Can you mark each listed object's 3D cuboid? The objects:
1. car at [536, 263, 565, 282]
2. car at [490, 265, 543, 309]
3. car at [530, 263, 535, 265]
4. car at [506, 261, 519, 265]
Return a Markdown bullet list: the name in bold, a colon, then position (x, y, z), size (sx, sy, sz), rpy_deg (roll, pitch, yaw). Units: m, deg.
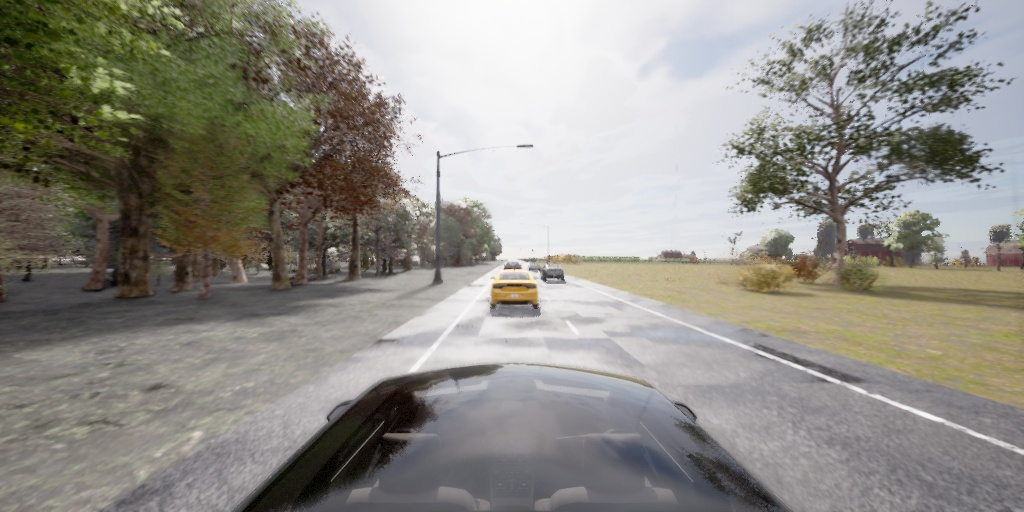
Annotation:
- **car**: position (3.596, 1.478, 32.560), size (2.128, 1.511, 4.902), rpy_deg (0, 0, 0)
- **car**: position (0.098, 1.339, 15.783), size (1.882, 1.535, 5.008), rpy_deg (0, 0, 0)
- **car**: position (3.591, 1.763, 57.086), size (1.895, 1.301, 4.718), rpy_deg (0, 0, 0)
- **car**: position (0.093, 1.406, 42.088), size (2.097, 1.767, 4.553), rpy_deg (0, 0, 0)
